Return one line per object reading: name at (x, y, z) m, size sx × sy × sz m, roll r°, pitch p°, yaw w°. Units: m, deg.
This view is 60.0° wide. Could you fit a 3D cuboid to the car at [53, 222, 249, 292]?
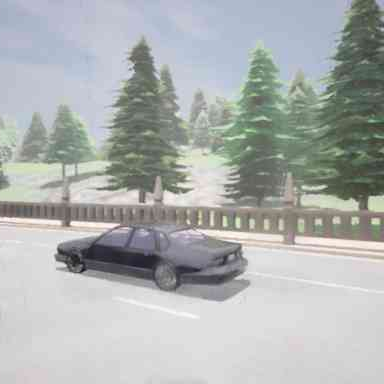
car at (-1.254, 1.506, 8.778) m, size 5.357 × 1.411 × 2.033 m, roll 0°, pitch 0°, yaw 31°
